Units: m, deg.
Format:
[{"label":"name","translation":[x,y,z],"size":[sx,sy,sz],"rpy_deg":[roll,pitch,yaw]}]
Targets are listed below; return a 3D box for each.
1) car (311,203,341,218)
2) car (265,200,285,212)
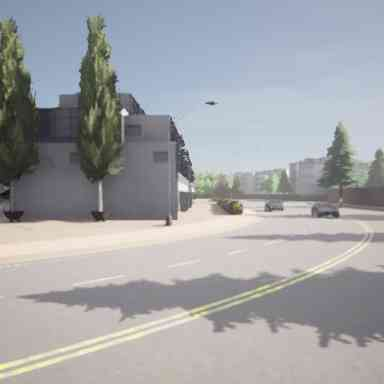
[{"label":"car","translation":[12.743,1.720,32.027],"size":[2.033,1.411,5.357],"rpy_deg":[0,0,11]},{"label":"car","translation":[10.373,1.755,42.004],"size":[1.837,1.490,4.892],"rpy_deg":[0,0,3]}]
